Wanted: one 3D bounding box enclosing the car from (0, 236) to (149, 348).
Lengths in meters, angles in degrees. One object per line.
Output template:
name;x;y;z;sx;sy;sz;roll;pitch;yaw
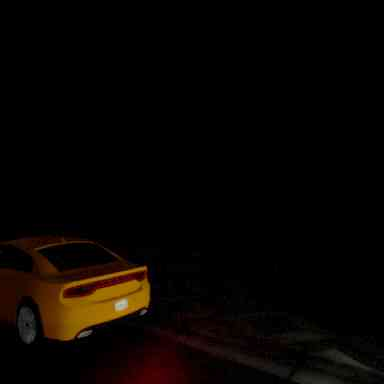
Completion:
car;-3.071;1.613;6.614;5.008;1.535;1.882;-1;-2;37
